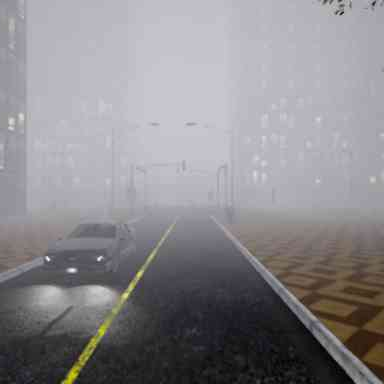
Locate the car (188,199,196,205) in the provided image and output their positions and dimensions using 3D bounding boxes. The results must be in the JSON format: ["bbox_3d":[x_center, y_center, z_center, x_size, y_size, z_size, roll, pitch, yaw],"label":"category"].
[{"bbox_3d":[0.014,2.544,83.166,2.033,1.411,5.357,0,-1,0],"label":"car"}]

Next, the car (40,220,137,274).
[{"bbox_3d":[-3.098,1.676,11.257,2.033,1.411,5.357,0,-1,0],"label":"car"}]

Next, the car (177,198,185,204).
[{"bbox_3d":[-2.985,2.474,90.236,1.882,1.535,5.008,0,-1,0],"label":"car"}]
